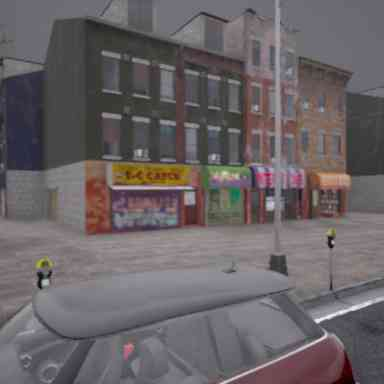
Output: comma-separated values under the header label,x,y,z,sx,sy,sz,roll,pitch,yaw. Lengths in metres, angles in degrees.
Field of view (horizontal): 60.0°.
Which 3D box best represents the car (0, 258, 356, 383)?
label,x,y,z,sx,sy,sz,roll,pitch,yaw
car,-0.712,1.417,2.357,4.097,1.590,1.967,0,0,-33
